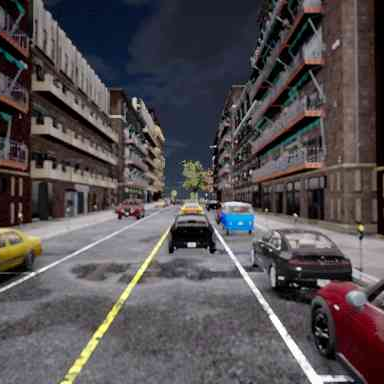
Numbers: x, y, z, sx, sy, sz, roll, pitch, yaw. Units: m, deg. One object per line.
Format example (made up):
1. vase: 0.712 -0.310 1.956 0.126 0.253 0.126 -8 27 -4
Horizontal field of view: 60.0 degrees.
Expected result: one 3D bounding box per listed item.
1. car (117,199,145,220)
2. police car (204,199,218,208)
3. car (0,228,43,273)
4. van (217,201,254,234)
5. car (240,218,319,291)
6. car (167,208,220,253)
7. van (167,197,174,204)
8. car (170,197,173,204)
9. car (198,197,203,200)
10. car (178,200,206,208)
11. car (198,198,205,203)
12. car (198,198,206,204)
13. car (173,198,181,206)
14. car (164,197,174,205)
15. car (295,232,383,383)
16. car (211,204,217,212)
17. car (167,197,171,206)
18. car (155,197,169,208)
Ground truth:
1. car: -5.688 1.622 31.681 2.192 1.841 5.009 1 -1 0
2. police car: 3.114 1.887 47.332 1.930 1.638 5.238 0 -1 0
3. car: -5.682 1.611 8.863 1.752 1.417 4.829 1 -1 0
4. van: 2.696 1.537 20.321 1.690 1.788 3.998 1 -1 0
5. car: 2.698 1.638 8.996 2.008 1.369 4.403 1 -1 0
6. car: -0.001 1.646 14.295 1.837 1.490 4.892 0 0 0
7. van: -5.713 2.214 88.294 1.690 1.788 3.998 1 -1 0
8. car: -5.707 2.141 71.310 1.967 1.590 4.097 1 -1 0
9. car: 2.668 2.342 82.766 1.752 1.417 4.829 1 -1 0
10. car: -0.005 1.764 29.485 1.882 1.535 5.008 0 0 0
11. car: 2.669 2.497 93.919 1.947 1.339 4.313 1 -1 0
12. car: 2.668 2.418 88.257 1.887 1.381 4.507 1 -1 0
13. car: -3.031 2.253 71.788 1.994 1.385 4.181 0 -1 0
14. car: -5.710 2.130 82.634 2.192 1.841 5.009 1 -1 0
15. car: 2.702 1.473 3.336 1.967 1.590 4.097 1 -1 0
16. car: 2.690 1.833 25.980 1.802 1.307 4.206 1 -1 0
17. car: -5.706 2.188 65.646 1.887 1.381 4.507 1 -1 0
18. car: -5.704 2.111 59.816 1.752 1.417 4.829 1 -1 0
